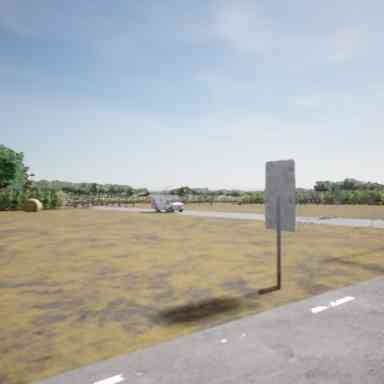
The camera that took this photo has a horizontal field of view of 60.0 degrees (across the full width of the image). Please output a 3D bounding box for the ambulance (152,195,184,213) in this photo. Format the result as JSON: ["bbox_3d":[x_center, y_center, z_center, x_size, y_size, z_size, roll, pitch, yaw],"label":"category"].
[{"bbox_3d":[-3.559,1.741,48.848,2.351,2.431,6.366,0,-1,-35],"label":"ambulance"}]
